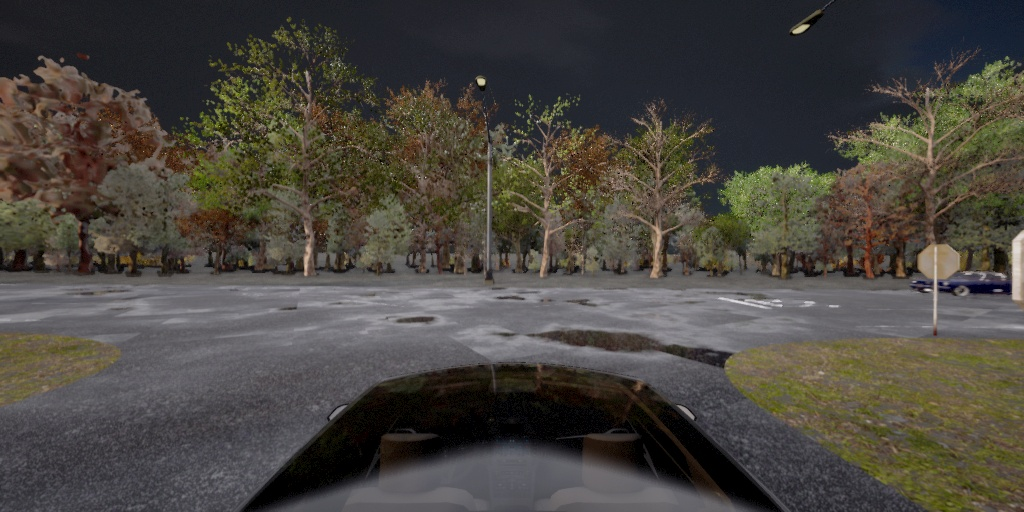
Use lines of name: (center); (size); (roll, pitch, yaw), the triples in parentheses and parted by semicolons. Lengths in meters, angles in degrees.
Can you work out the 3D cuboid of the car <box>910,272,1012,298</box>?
car: (24.356, 1.500, 19.058); (4.718, 1.301, 1.895); (0, 0, 1)
